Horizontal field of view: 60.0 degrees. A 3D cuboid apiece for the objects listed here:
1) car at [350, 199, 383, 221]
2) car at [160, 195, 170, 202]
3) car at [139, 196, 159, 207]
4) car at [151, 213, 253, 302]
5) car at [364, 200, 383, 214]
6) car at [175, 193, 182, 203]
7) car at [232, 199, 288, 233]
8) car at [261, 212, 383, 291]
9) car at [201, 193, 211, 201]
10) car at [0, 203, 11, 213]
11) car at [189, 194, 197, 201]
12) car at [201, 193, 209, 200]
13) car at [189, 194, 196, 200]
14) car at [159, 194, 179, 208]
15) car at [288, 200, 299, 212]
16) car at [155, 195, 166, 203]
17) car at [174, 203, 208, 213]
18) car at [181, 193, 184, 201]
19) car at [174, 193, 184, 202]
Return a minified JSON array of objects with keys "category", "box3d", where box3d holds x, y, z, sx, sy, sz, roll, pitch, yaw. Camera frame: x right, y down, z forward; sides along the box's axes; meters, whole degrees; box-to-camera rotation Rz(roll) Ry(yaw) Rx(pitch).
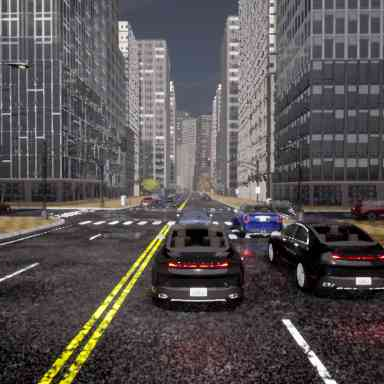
[{"category":"car","box3d":[16.274,1.519,28.507,5.009,1.841,2.192,1,0,1]},{"category":"car","box3d":[-6.298,1.453,77.922,1.812,1.442,4.674,0,0,0]},{"category":"car","box3d":[-6.461,1.491,49.042,1.812,1.442,4.674,0,0,2]},{"category":"car","box3d":[0.119,1.501,8.239,1.837,1.490,4.892,0,0,0]},{"category":"car","box3d":[21.905,1.643,36.779,4.829,1.417,1.752,1,0,1]},{"category":"car","box3d":[-3.184,1.460,57.609,1.837,1.490,4.892,0,0,0]},{"category":"car","box3d":[3.395,1.342,18.029,2.097,1.767,4.553,0,0,0]},{"category":"car","box3d":[3.373,1.500,8.946,1.837,1.490,4.892,0,0,0]},{"category":"car","box3d":[3.457,1.396,79.328,1.882,1.535,5.008,0,0,0]},{"category":"car","box3d":[-20.032,1.315,31.790,5.008,1.535,1.882,1,1,1]},{"category":"car","box3d":[0.208,1.450,80.180,1.812,1.442,4.674,0,0,0]},{"category":"car","box3d":[3.483,1.097,89.717,2.097,1.767,4.553,0,0,0]},{"category":"car","box3d":[0.234,1.387,90.175,1.882,1.535,5.008,0,0,0]},{"category":"car","box3d":[-3.215,1.471,48.270,1.837,1.490,4.892,0,0,0]},{"category":"car","box3d":[8.928,1.541,35.030,4.892,1.490,1.837,1,2,12]},{"category":"car","box3d":[-6.343,1.420,67.651,1.882,1.535,5.008,0,0,0]},{"category":"car","box3d":[0.146,1.538,17.794,2.033,1.411,5.357,0,0,0]},{"category":"car","box3d":[-3.099,1.469,67.430,1.812,1.442,4.674,0,0,1]},{"category":"car","box3d":[-3.048,1.154,77.882,2.150,2.045,5.566,0,0,0]}]
